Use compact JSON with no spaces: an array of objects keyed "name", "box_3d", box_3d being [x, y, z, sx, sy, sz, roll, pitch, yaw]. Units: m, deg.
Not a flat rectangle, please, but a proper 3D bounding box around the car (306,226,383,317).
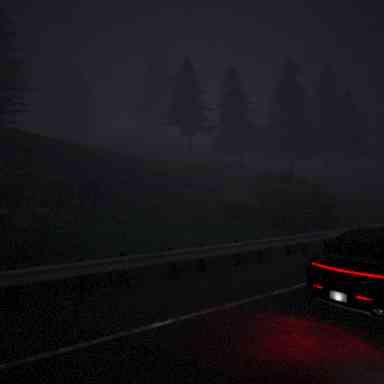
[{"name":"car","box_3d":[4.383,1.481,6.980,4.892,1.490,1.837,0,0,-36]}]
